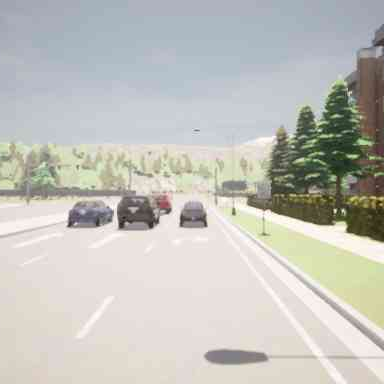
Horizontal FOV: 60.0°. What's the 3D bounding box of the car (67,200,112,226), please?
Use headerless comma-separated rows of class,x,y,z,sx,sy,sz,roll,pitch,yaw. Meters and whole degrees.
car,-6.897,1.331,23.114,2.097,1.767,4.553,0,0,0

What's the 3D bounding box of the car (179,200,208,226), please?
car,0.104,1.482,23.358,2.128,1.511,4.902,0,0,0

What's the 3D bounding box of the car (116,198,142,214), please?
car,-6.803,1.480,36.481,1.837,1.490,4.892,0,0,1

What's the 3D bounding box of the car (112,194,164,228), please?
car,-3.405,1.207,22.062,2.150,2.045,5.566,0,0,0

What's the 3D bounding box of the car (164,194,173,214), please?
car,-3.319,1.203,35.373,2.150,2.045,5.566,0,0,1

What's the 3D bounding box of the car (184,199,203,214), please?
car,0.200,1.548,36.754,1.994,1.385,4.181,0,0,1
